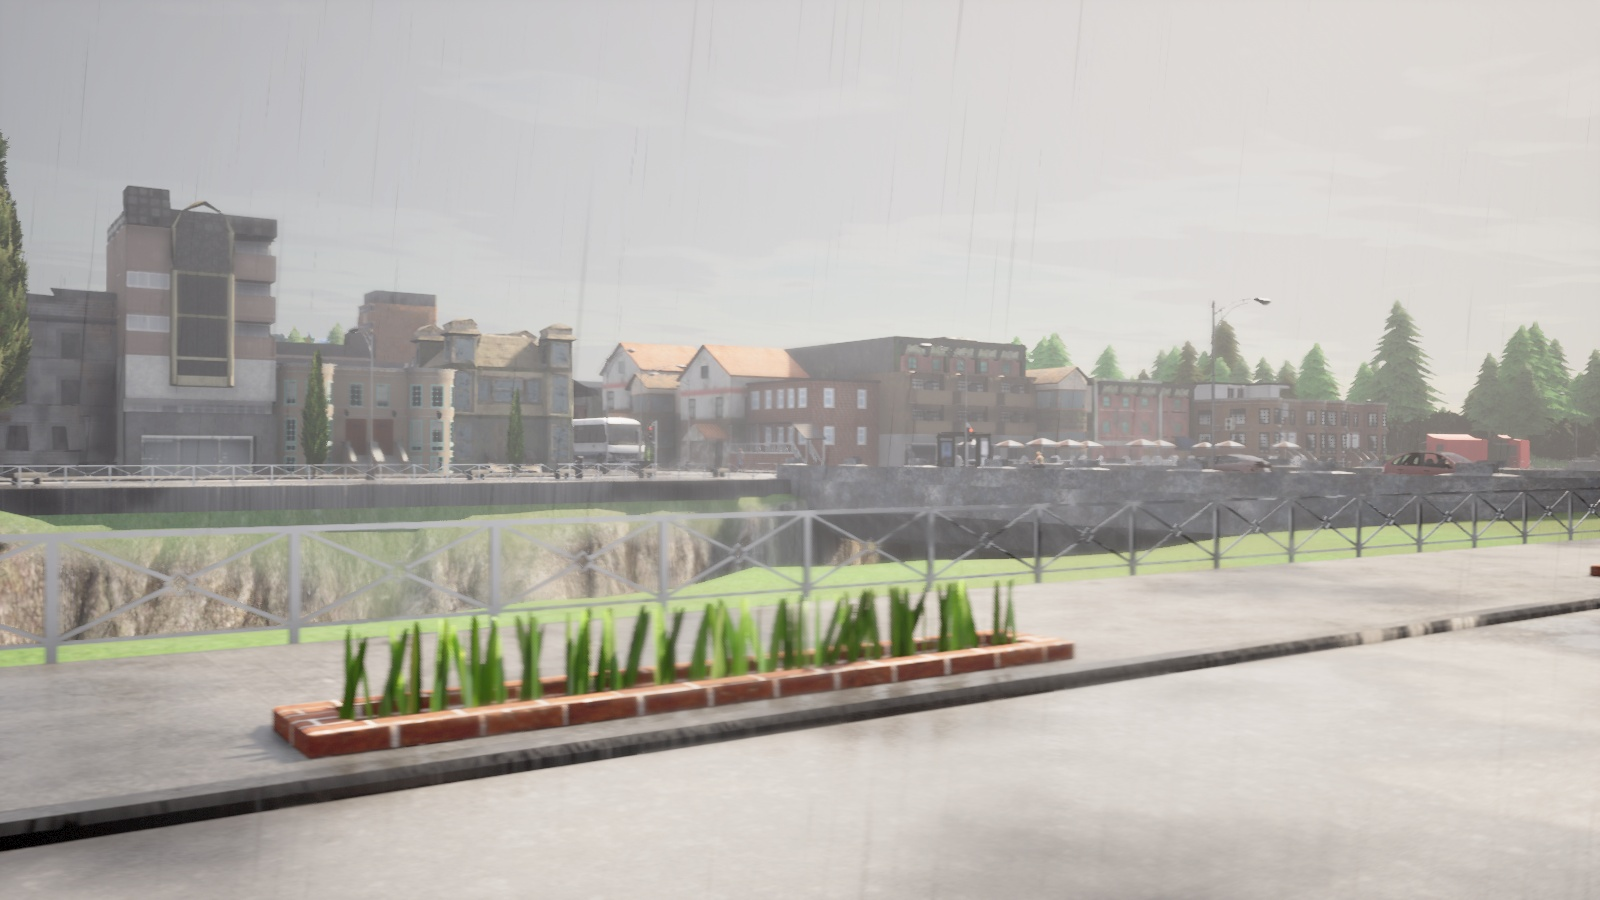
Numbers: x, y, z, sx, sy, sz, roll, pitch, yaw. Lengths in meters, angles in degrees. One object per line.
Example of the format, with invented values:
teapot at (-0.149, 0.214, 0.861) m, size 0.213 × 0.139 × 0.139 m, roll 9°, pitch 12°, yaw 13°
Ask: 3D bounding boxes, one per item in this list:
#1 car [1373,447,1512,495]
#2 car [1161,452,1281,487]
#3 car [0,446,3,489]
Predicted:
car at (22.722, 0.704, 44.520) m, size 1.851 × 1.617 × 3.988 m, roll 0°, pitch 0°, yaw -35°
car at (18.994, 0.844, 56.867) m, size 2.163 × 1.488 × 4.792 m, roll 0°, pitch 0°, yaw -35°
car at (-36.905, 0.771, 53.773) m, size 4.605 × 1.855 × 1.932 m, roll 0°, pitch 0°, yaw -35°
